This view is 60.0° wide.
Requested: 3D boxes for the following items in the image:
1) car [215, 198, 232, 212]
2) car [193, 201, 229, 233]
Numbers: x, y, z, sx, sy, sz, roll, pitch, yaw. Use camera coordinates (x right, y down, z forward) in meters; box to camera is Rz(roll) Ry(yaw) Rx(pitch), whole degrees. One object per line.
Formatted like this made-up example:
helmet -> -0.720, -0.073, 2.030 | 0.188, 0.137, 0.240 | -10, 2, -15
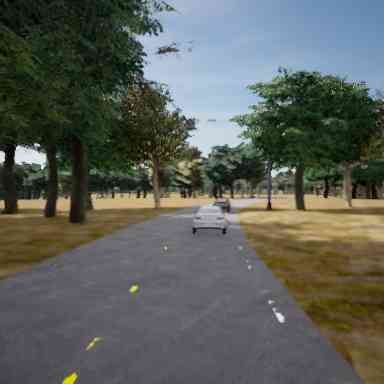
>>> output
car -> 3.476, 1.453, 37.958 | 2.128, 1.511, 4.902 | 0, 0, 10
car -> 1.074, 1.512, 19.486 | 1.812, 1.442, 4.674 | 0, 0, 5
